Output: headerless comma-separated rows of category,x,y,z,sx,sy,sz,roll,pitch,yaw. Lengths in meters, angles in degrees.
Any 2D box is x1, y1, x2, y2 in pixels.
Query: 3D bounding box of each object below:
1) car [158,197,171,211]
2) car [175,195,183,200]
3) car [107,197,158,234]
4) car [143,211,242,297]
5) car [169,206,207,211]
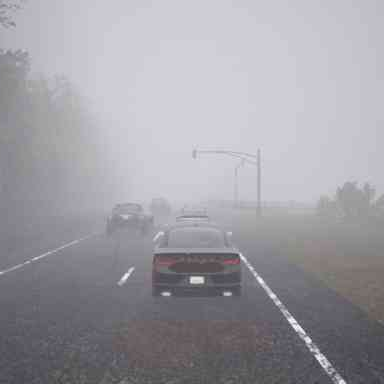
car,-3.442,1.358,36.563,2.097,1.767,4.553,0,0,0
car,-3.606,1.498,90.380,1.837,1.490,4.892,0,0,0
car,-3.421,1.357,19.297,2.097,1.767,4.553,0,0,0
car,0.091,1.480,8.630,1.882,1.535,5.008,0,0,0
car,0.090,1.496,18.125,2.128,1.511,4.902,0,0,0
